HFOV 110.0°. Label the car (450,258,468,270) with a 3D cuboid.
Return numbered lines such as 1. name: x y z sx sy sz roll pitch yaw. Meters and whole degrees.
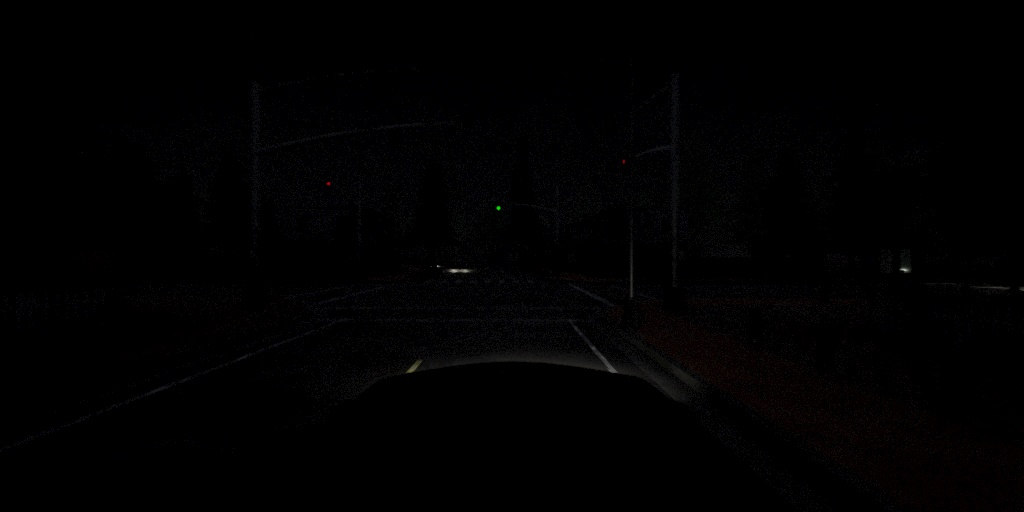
1. car: -7.520 1.073 50.326 1.882 1.535 5.008 0 0 -18
